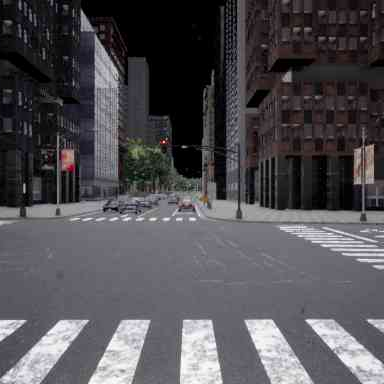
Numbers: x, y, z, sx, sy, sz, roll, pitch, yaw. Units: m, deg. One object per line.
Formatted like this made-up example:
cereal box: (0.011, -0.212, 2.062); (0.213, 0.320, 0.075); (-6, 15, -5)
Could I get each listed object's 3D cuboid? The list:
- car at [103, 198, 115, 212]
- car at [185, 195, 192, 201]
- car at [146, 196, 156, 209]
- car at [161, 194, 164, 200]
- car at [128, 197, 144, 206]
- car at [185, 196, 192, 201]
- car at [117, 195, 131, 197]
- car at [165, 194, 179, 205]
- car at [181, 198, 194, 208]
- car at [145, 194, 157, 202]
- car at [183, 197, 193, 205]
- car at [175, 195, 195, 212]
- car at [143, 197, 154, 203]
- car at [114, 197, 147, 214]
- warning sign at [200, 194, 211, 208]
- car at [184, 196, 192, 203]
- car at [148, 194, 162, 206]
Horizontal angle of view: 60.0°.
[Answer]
car: (-9.124, 1.574, 38.944); (1.947, 1.339, 4.313); (0, 0, 0)
car: (-0.905, 1.574, 87.819); (1.967, 1.590, 4.097); (0, 0, 0)
car: (-6.506, 1.586, 45.378); (1.994, 1.385, 4.181); (0, 0, -1)
car: (-9.431, 1.449, 87.777); (2.192, 1.841, 5.009); (0, 0, 0)
car: (-9.225, 1.570, 55.051); (1.752, 1.417, 4.829); (0, 0, 0)
car: (-0.940, 1.695, 93.243); (1.887, 1.381, 4.507); (0, 0, 0)
car: (-9.159, 1.335, 44.370); (2.192, 1.841, 5.009); (0, 0, 0)
car: (-3.410, 1.608, 61.821); (2.033, 1.411, 5.357); (0, 0, -1)
car: (-0.667, 1.614, 49.844); (1.802, 1.307, 4.206); (0, 0, 0)
car: (-9.363, 1.417, 76.926); (2.192, 1.841, 5.009); (0, 0, 0)
car: (-0.735, 1.603, 60.694); (1.887, 1.381, 4.507); (0, 0, 0)
car: (-0.599, 1.448, 38.995); (1.967, 1.590, 4.097); (0, 0, 0)
car: (-9.328, 1.668, 71.499); (1.802, 1.307, 4.206); (0, 0, 0)
car: (-6.446, 1.548, 35.423); (2.033, 1.411, 5.357); (0, 0, -1)
warning sign: (1.689, 1.131, 42.679); (1.300, 1.860, 1.060); (0, 0, 0)
car: (-0.804, 1.612, 71.714); (1.752, 1.417, 4.829); (0, 0, 0)
car: (-6.549, 1.551, 55.571); (1.837, 1.490, 4.892); (0, 0, 0)
